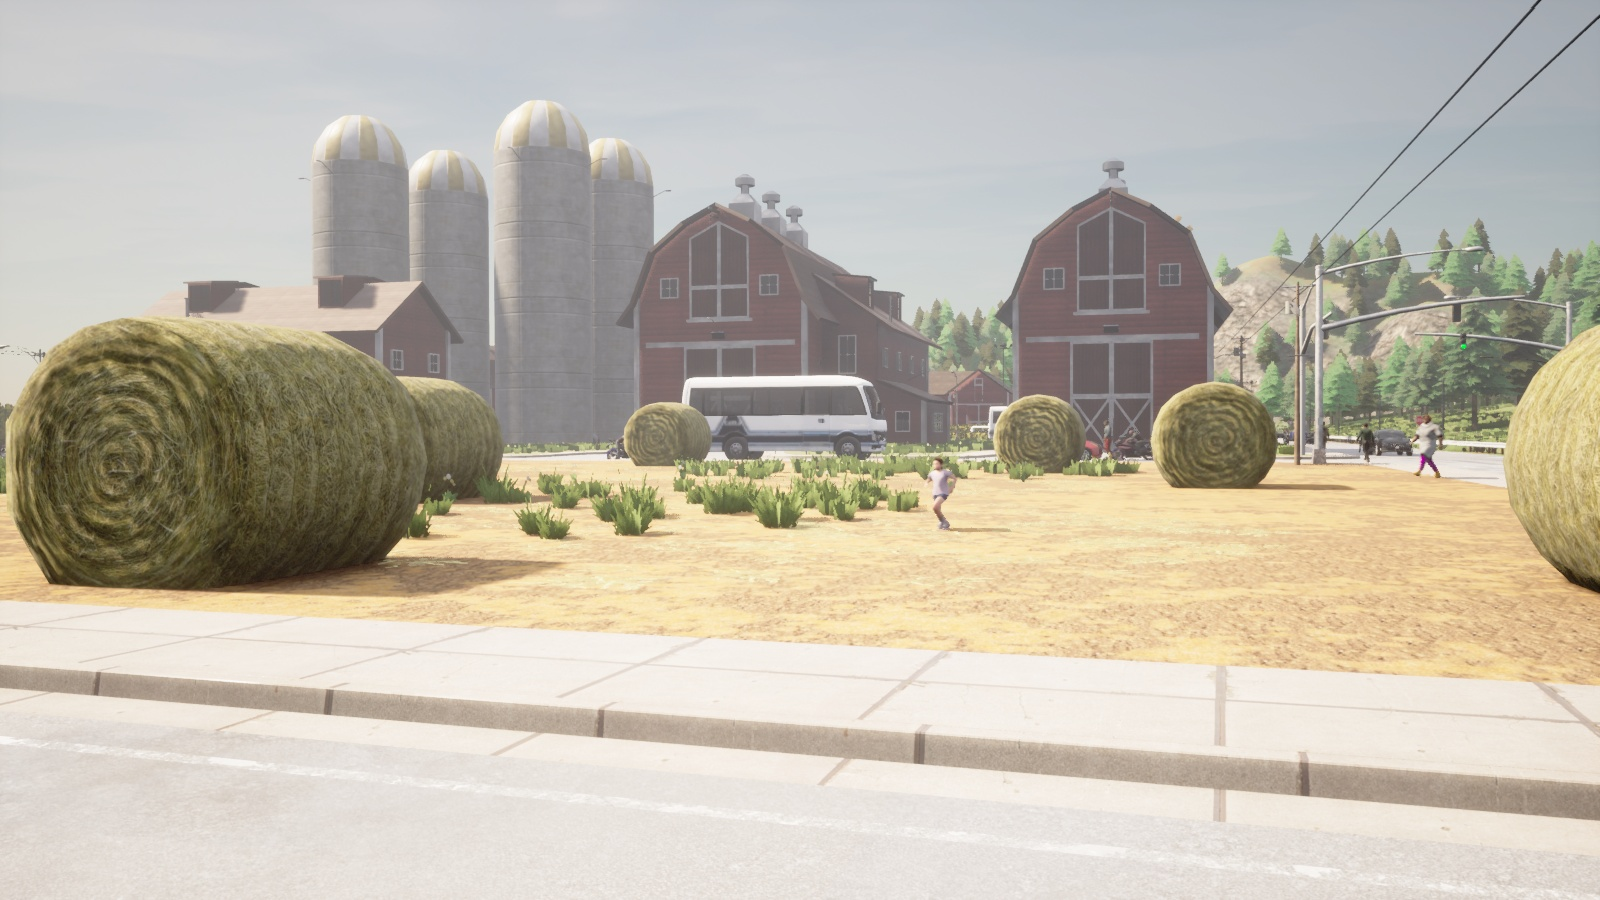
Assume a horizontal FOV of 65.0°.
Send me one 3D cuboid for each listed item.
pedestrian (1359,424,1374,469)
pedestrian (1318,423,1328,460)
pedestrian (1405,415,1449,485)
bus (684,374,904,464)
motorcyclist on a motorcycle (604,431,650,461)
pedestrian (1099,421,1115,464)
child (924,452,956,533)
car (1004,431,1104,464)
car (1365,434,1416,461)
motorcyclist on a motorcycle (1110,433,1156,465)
[{"bbox_3d":[24.923,-0.154,55.256,0.423,1.949,0.788,0,1,12],"label":"pedestrian"},{"bbox_3d":[28.141,-0.459,67.515,0.396,1.930,0.692,0,1,16],"label":"pedestrian"},{"bbox_3d":[17.796,0.003,35.651,0.873,1.952,0.659,0,1,-17],"label":"pedestrian"},{"bbox_3d":[-0.240,-1.542,62.431,10.273,4.253,3.944,0,1,15],"label":"bus"},{"bbox_3d":[-8.915,-0.212,64.734,2.191,1.530,0.866,1,1,15],"label":"motorcyclist on a motorcycle"},{"bbox_3d":[13.424,-0.332,54.875,0.614,1.847,0.353,0,1,2],"label":"pedestrian"},{"bbox_3d":[1.972,0.591,17.658,0.255,1.110,0.394,1,1,41],"label":"child"},{"bbox_3d":[11.986,-0.126,59.228,4.514,1.525,2.007,0,1,15],"label":"car"},{"bbox_3d":[33.967,-0.165,72.361,1.837,1.490,4.892,0,1,16],"label":"car"},{"bbox_3d":[16.354,-0.069,61.697,2.191,1.530,0.866,1,1,15],"label":"motorcyclist on a motorcycle"}]
